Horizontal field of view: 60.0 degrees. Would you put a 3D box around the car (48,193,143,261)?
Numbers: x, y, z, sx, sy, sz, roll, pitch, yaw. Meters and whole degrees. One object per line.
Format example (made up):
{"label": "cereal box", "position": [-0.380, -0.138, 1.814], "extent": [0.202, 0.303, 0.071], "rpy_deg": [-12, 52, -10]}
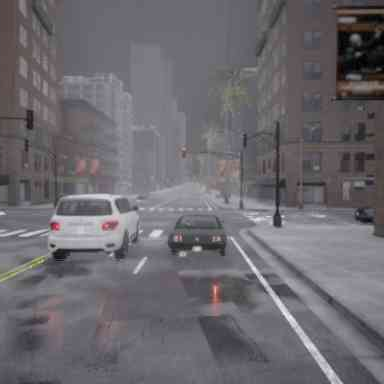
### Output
{"label": "car", "position": [-3.213, 1.088, 11.906], "extent": [2.150, 2.045, 5.566], "rpy_deg": [0, 0, -3]}

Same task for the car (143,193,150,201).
{"label": "car", "position": [-9.018, 0.856, 62.323], "extent": [2.033, 1.411, 5.357], "rpy_deg": [0, 1, 1]}

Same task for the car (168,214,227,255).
{"label": "car", "position": [0.303, 1.461, 12.587], "extent": [1.895, 1.301, 4.718], "rpy_deg": [0, 1, 4]}

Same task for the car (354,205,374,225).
{"label": "car", "position": [13.234, 1.522, 22.380], "extent": [4.313, 1.339, 1.947], "rpy_deg": [0, 1, 1]}
